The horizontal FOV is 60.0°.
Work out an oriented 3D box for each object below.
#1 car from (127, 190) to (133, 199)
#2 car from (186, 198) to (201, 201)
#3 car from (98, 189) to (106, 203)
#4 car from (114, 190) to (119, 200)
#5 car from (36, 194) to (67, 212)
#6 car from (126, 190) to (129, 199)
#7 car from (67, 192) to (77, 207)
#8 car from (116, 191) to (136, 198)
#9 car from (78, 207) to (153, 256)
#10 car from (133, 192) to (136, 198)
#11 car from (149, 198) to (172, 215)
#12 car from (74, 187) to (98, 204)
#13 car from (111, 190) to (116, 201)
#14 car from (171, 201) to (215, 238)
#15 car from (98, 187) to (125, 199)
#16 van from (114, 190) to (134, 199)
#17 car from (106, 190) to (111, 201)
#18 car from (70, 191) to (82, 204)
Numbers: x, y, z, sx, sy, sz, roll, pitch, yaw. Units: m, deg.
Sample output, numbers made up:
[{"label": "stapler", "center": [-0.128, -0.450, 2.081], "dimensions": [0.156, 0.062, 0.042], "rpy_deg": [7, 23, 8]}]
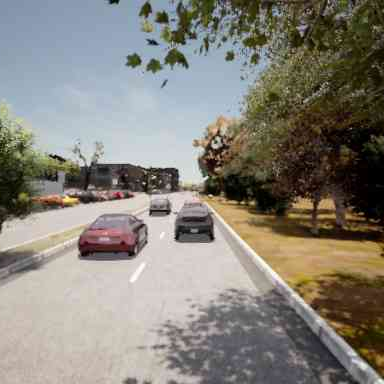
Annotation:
[{"label": "car", "center": [-16.768, 0.589, 74.865], "dimensions": [5.566, 2.045, 2.435], "rpy_deg": [-1, 1, -20]}, {"label": "car", "center": [0.113, 1.288, 34.946], "dimensions": [1.895, 1.301, 4.718], "rpy_deg": [0, 1, 0]}, {"label": "car", "center": [-16.754, 0.849, 53.869], "dimensions": [4.553, 1.767, 2.185], "rpy_deg": [-1, 1, -20]}, {"label": "car", "center": [-16.800, 0.941, 62.850], "dimensions": [4.792, 1.488, 2.163], "rpy_deg": [-1, 1, -20]}, {"label": "car", "center": [-16.781, 0.916, 35.872], "dimensions": [5.566, 2.045, 2.435], "rpy_deg": [-1, 1, -20]}, {"label": "car", "center": [-16.748, 0.898, 71.871], "dimensions": [4.674, 1.452, 2.002], "rpy_deg": [-1, 1, -20]}, {"label": "car", "center": [-16.624, 1.122, 38.927], "dimensions": [5.366, 1.575, 1.946], "rpy_deg": [-1, 1, -20]}, {"label": "car", "center": [-16.603, 0.662, 83.916], "dimensions": [4.553, 1.767, 2.185], "rpy_deg": [-1, 1, -19]}, {"label": "car", "center": [-2.895, 1.514, 12.982], "dimensions": [1.994, 1.385, 4.181], "rpy_deg": [0, 0, 0]}, {"label": "car", "center": [-16.695, 0.571, 77.901], "dimensions": [5.566, 2.045, 2.435], "rpy_deg": [-1, 0, -20]}, {"label": "car", "center": [-2.888, 1.287, 31.023], "dimensions": [2.033, 1.411, 5.357], "rpy_deg": [0, 1, 0]}, {"label": "car", "center": [-16.817, 0.778, 47.841], "dimensions": [5.566, 2.045, 2.435], "rpy_deg": [-1, 1, -20]}, {"label": "car", "center": [-16.785, 0.932, 59.866], "dimensions": [4.892, 1.521, 2.231], "rpy_deg": [-1, 0, -20]}, {"label": "car", "center": [0.107, 1.422, 16.991], "dimensions": [1.837, 1.490, 4.892], "rpy_deg": [0, 1, 0]}, {"label": "car", "center": [-16.800, 0.642, 65.852], "dimensions": [5.566, 2.045, 2.435], "rpy_deg": [-1, 1, -20]}, {"label": "van", "center": [-16.578, 0.578, 80.938], "dimensions": [4.442, 1.987, 1.878], "rpy_deg": [-1, 0, -19]}, {"label": "car", "center": [-16.814, 0.827, 56.855], "dimensions": [4.553, 1.767, 2.185], "rpy_deg": [-1, 0, -20]}, {"label": "car", "center": [-16.969, 1.094, 41.793], "dimensions": [5.366, 1.575, 1.946], "rpy_deg": [-1, 1, -20]}]
